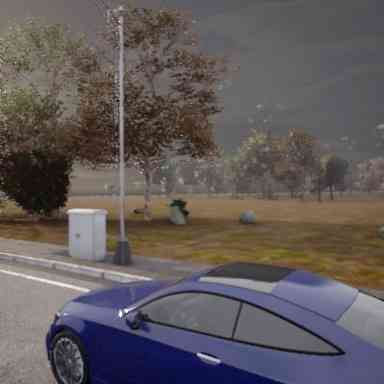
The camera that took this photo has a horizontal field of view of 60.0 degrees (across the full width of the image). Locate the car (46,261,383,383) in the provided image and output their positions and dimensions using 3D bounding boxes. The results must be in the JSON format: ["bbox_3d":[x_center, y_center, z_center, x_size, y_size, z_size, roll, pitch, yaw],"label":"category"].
[{"bbox_3d":[0.403,1.516,3.556,4.674,1.442,1.812,0,0,35],"label":"car"}]
